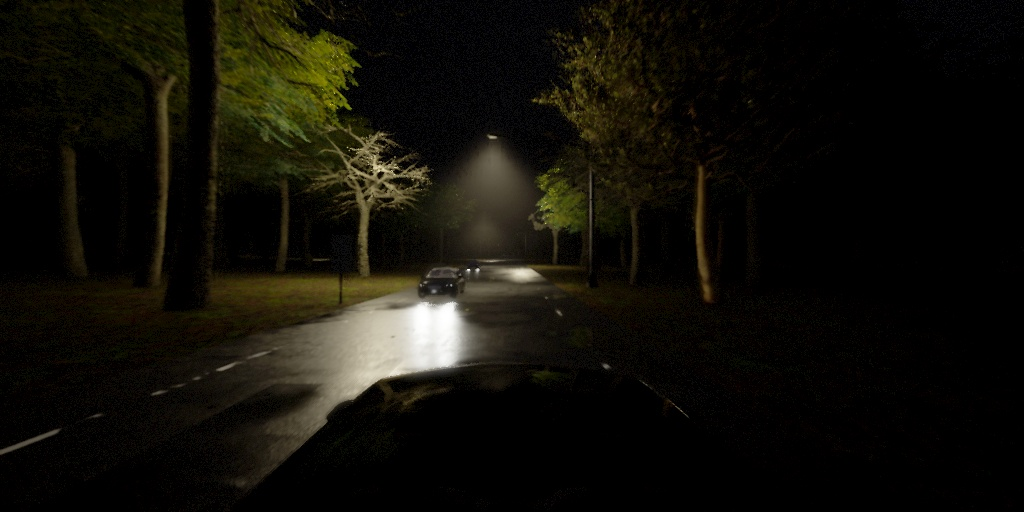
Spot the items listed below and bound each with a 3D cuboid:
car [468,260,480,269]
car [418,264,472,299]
[{"bbox_3d":[-6.615,1.455,61.646,1.812,1.442,4.674,0,0,-4],"label":"car"},{"bbox_3d":[-3.615,1.382,19.095,2.128,1.511,4.902,0,0,0],"label":"car"}]
